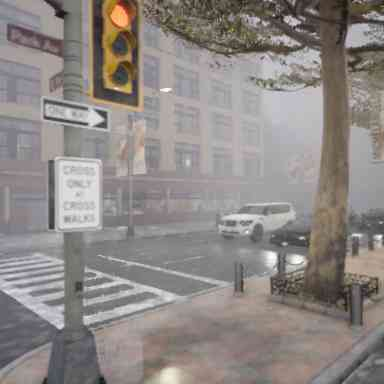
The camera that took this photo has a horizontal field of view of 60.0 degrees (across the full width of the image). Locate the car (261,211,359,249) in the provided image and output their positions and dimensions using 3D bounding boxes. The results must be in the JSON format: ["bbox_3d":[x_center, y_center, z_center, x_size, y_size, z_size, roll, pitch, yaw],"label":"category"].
[{"bbox_3d":[5.883,1.851,16.102,5.357,1.411,2.033,1,-2,-44],"label":"car"}]

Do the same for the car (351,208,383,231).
[{"bbox_3d":[13.125,1.883,23.051,4.892,1.490,1.837,1,-2,-44],"label":"car"}]

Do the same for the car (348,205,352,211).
[{"bbox_3d":[11.189,1.819,26.045,4.553,1.767,2.097,1,-2,-44],"label":"car"}]

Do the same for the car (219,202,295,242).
[{"bbox_3d":[3.931,1.613,19.088,5.566,2.045,2.150,1,-2,-44],"label":"car"}]
